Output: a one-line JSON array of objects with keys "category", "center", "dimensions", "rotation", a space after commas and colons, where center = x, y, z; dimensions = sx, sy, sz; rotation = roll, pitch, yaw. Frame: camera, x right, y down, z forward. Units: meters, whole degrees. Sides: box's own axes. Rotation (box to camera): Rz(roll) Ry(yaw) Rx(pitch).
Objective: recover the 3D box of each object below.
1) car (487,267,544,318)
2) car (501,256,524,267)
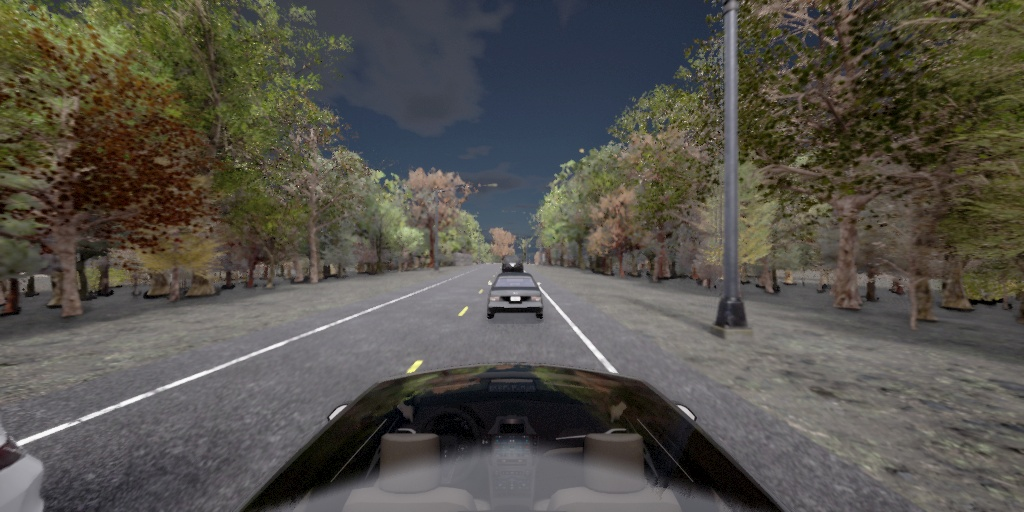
[{"category": "car", "center": [0.099, 1.301, 13.003], "dimensions": [2.033, 1.411, 5.357], "rotation": [0, 0, 0]}, {"category": "car", "center": [0.048, 0.983, 36.550], "dimensions": [2.150, 2.045, 5.566], "rotation": [0, 0, 0]}]
